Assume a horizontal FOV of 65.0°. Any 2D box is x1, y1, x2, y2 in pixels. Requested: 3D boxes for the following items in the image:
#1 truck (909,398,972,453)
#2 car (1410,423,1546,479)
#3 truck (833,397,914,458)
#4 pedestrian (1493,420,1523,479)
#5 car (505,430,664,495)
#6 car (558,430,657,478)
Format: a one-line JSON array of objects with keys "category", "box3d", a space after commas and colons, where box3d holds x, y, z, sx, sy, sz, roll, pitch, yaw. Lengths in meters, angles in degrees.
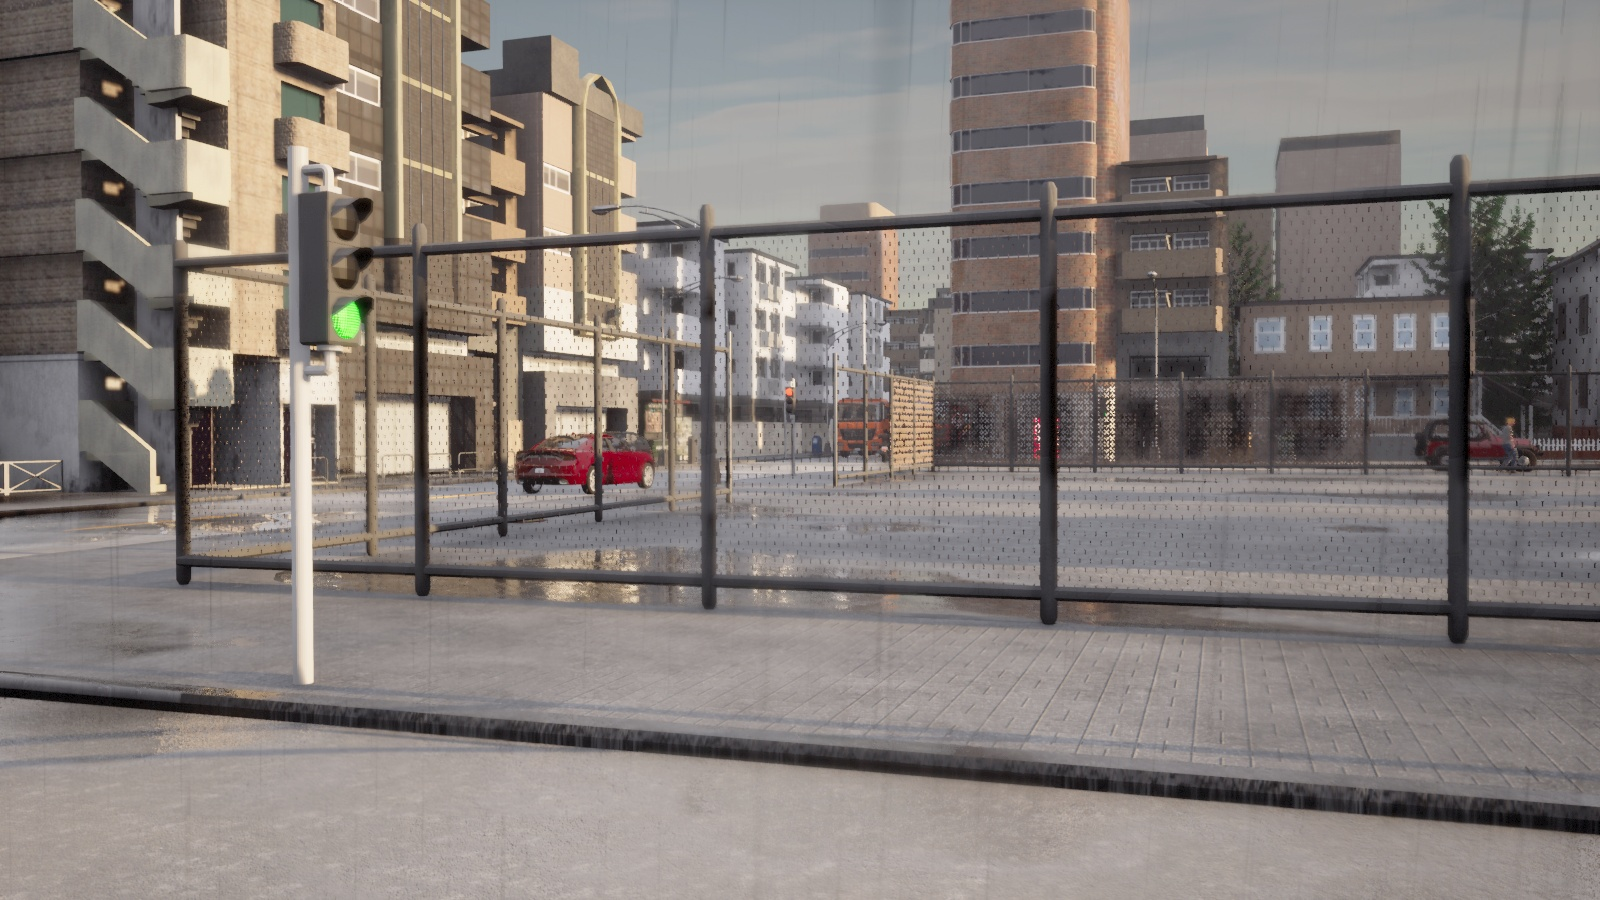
[{"category": "truck", "box3d": [10.383, -1.776, 92.243, 2.891, 3.827, 8.468, 1, 1, 18]}, {"category": "car", "box3d": [23.479, 0.012, 43.646, 3.866, 1.878, 1.905, 1, 1, 19]}, {"category": "truck", "box3d": [4.478, -1.336, 74.755, 2.891, 3.462, 7.936, 1, 1, 18]}, {"category": "pedestrian", "box3d": [22.350, -0.015, 39.657, 0.706, 1.836, 0.354, 0, 1, 7]}, {"category": "car", "box3d": [-5.473, 0.262, 32.603, 1.882, 1.535, 5.008, 1, 1, 19]}, {"category": "car", "box3d": [-6.435, 0.104, 42.298, 1.789, 1.549, 3.705, 1, 1, 19]}]
